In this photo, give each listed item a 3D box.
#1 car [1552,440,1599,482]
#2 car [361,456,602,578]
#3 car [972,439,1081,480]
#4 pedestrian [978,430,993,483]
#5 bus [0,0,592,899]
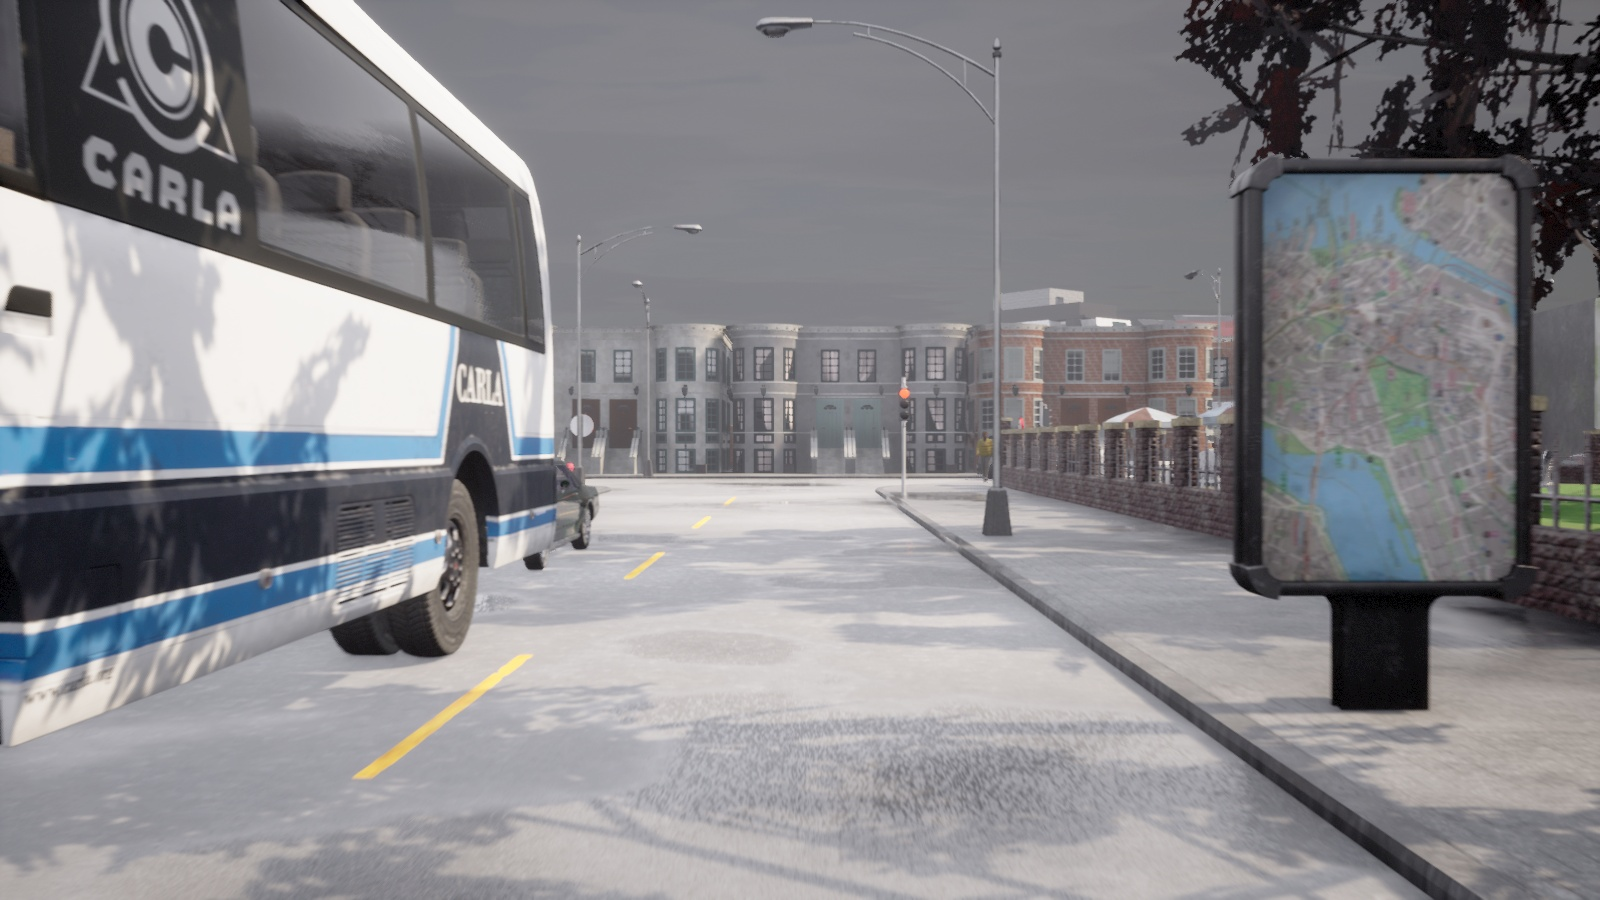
[{"bbox_3d":[32.892,0.422,49.857,4.856,1.649,2.033,0,0,1],"label":"car"},{"bbox_3d":[-3.893,0.752,16.230,1.895,1.301,4.718,0,0,0],"label":"car"},{"bbox_3d":[8.977,0.370,49.968,3.988,1.617,1.851,0,0,0],"label":"car"},{"bbox_3d":[6.484,0.226,43.826,0.431,1.840,0.709,0,0,17],"label":"pedestrian"},{"bbox_3d":[-3.943,-0.668,6.135,3.944,4.253,10.273,0,0,1],"label":"bus"}]
